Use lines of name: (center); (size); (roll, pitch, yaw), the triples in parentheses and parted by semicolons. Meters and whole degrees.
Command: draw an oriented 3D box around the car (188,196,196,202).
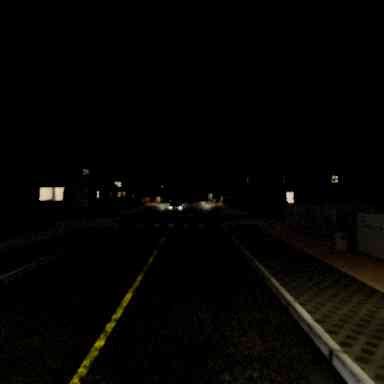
car: (-0.004, 1.838, 83.249); (1.812, 1.442, 4.674); (0, -1, 0)

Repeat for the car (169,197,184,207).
car: (-2.797, 1.603, 57.540); (2.097, 1.767, 4.553); (0, 0, 1)

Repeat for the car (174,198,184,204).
car: (-2.754, 1.925, 72.397); (1.994, 1.385, 4.181); (0, -1, 0)

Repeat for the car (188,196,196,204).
car: (-0.005, 1.847, 72.828); (1.882, 1.535, 5.008); (0, -1, 0)
